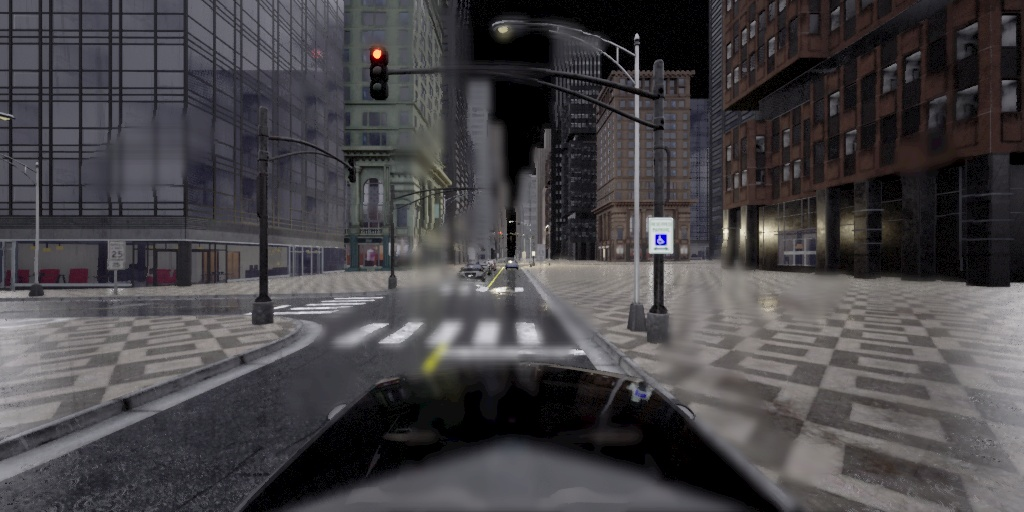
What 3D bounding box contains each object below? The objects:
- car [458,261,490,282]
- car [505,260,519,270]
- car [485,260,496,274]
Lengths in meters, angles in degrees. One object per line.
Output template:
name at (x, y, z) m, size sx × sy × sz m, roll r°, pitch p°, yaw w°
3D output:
car at (-3.111, 1.314, 28.981) m, size 1.994 × 1.385 × 4.181 m, roll 0°, pitch 0°, yaw 0°
car at (-0.015, 1.325, 53.394) m, size 1.994 × 1.385 × 4.181 m, roll 0°, pitch 0°, yaw 0°
car at (-3.105, 1.244, 37.952) m, size 2.128 × 1.511 × 4.902 m, roll 0°, pitch 0°, yaw 0°
